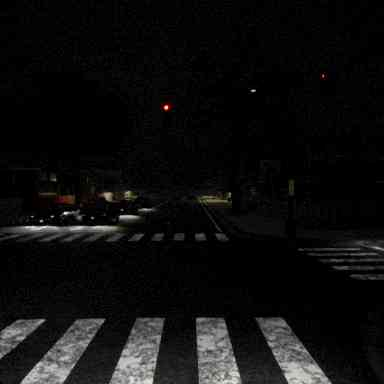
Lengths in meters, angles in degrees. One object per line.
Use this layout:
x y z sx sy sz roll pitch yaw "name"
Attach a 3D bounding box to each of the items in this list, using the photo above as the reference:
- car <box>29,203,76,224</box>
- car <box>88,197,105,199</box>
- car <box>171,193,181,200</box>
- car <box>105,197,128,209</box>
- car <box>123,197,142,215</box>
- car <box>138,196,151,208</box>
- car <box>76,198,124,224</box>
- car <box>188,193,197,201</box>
-9.863 1.511 24.432 2.033 1.411 5.357 0 0 0 "car"
-9.865 1.285 33.816 2.097 1.767 4.553 0 0 0 "car"
-3.184 0.937 67.803 2.128 1.511 4.902 0 1 0 "car"
-9.862 1.432 43.863 1.895 1.301 4.718 0 1 0 "car"
-6.612 1.499 33.409 1.994 1.385 4.181 0 0 0 "car"
-6.609 1.334 43.905 1.837 1.490 4.892 0 1 0 "car"
-6.611 1.468 24.512 1.837 1.490 4.892 0 0 0 "car"
0.070 0.935 67.114 1.882 1.535 5.008 0 1 0 "car"
